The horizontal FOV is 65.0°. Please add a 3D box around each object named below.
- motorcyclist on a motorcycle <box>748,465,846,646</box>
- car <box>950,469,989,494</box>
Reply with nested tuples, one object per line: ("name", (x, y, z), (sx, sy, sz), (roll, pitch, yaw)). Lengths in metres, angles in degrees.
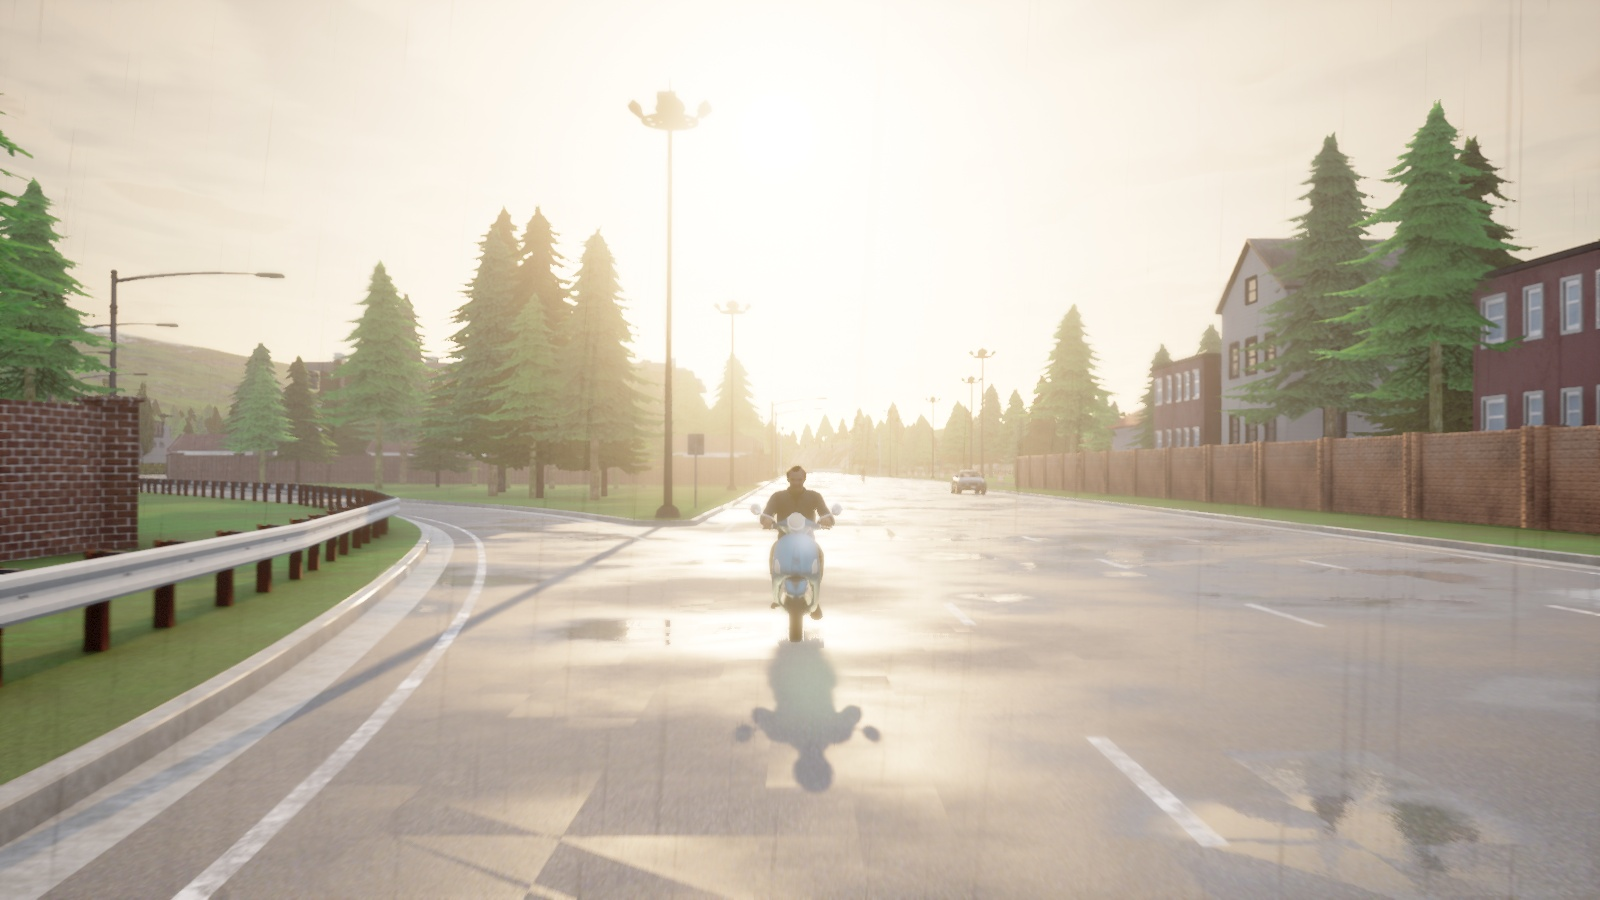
("motorcyclist on a motorcycle", (-0.029, 0.945, 11.990), (0.866, 1.590, 1.817), (0, -1, 0))
("car", (10.473, 1.945, 77.691), (1.816, 1.474, 4.193), (0, -1, 0))
